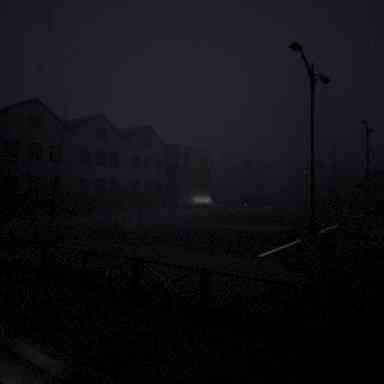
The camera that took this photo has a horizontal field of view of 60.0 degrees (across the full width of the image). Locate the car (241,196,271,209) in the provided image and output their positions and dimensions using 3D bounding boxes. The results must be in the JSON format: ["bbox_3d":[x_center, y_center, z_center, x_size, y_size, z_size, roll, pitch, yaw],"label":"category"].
[{"bbox_3d":[7.981,1.313,42.818,1.837,1.490,4.892,0,0,35],"label":"car"}]

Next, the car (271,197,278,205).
[{"bbox_3d":[11.440,1.367,52.223,4.674,1.442,1.812,1,-2,-28],"label":"car"}]

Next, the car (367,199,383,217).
[{"bbox_3d":[15.422,1.298,26.809,2.007,1.523,4.514,0,0,35],"label":"car"}]
